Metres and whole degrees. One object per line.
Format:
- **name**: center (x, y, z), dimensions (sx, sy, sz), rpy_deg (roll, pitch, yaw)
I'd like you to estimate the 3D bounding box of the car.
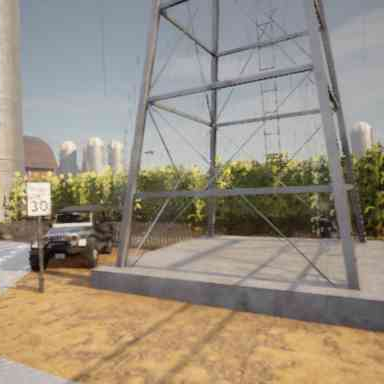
- **car**: center (-4.011, 1.459, 11.597), dimensions (1.905, 1.878, 3.866), rpy_deg (-2, 0, -2)
